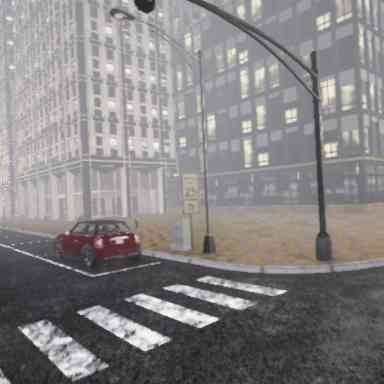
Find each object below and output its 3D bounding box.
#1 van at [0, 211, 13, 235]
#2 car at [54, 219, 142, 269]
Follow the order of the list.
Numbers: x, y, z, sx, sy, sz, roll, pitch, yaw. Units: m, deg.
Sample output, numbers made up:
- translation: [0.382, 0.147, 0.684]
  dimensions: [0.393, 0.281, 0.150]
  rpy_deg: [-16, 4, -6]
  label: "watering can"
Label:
- translation: [-14.871, 2.330, 25.177]
  dimensions: [1.690, 1.788, 3.998]
  rpy_deg: [-2, -1, -41]
  label: "van"
- translation: [-3.673, 1.744, 12.471]
  dimensions: [1.967, 1.590, 4.097]
  rpy_deg: [-2, -1, -41]
  label: "car"
